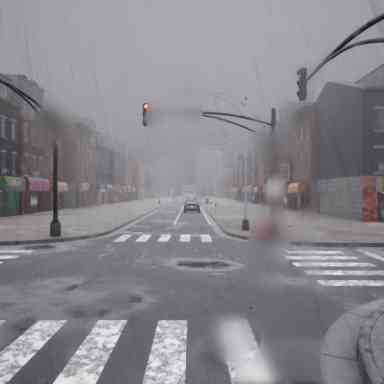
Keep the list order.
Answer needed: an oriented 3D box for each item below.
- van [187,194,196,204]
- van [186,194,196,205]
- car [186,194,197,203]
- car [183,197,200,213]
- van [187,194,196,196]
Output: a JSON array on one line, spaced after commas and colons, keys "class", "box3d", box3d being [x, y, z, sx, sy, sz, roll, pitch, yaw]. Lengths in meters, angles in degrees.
[{"class": "van", "box3d": [-0.128, 1.347, 64.719, 1.690, 1.788, 3.998, 0, 0, 0]}, {"class": "van", "box3d": [-0.107, 1.344, 59.114, 1.690, 1.788, 3.998, 0, 0, 0]}, {"class": "car", "box3d": [-0.149, 1.326, 70.324, 2.192, 1.841, 5.009, 0, 0, 0]}, {"class": "car", "box3d": [-0.021, 1.563, 36.691, 1.947, 1.339, 4.313, 0, 0, 0]}, {"class": "van", "box3d": [-0.085, 1.341, 53.508, 1.690, 1.788, 3.998, 0, 0, 0]}]
